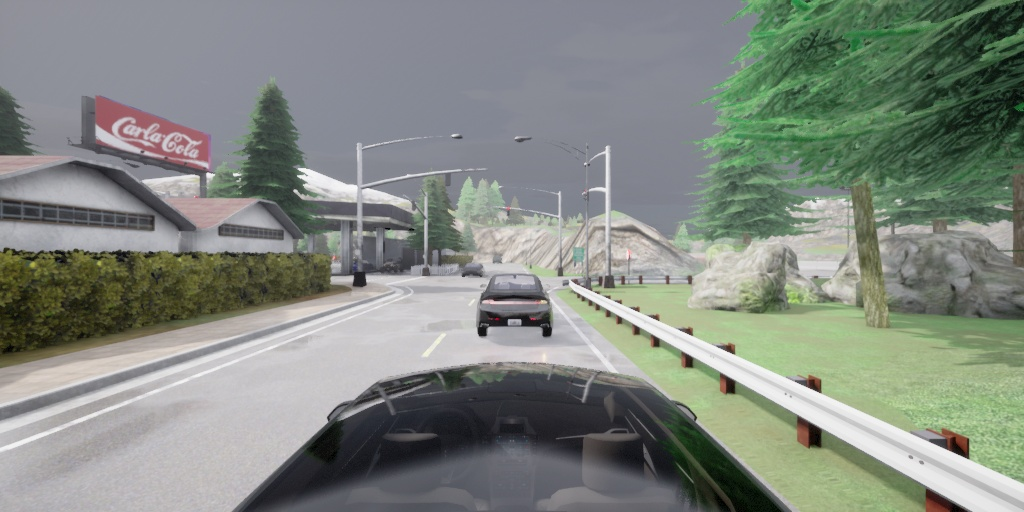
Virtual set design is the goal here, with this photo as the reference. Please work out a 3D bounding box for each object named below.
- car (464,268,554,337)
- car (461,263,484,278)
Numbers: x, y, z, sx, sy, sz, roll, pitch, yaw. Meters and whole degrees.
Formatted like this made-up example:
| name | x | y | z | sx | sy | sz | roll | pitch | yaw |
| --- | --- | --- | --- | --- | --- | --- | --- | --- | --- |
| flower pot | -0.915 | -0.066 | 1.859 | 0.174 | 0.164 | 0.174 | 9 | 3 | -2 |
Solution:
| name | x | y | z | sx | sy | sz | roll | pitch | yaw |
| --- | --- | --- | --- | --- | --- | --- | --- | --- | --- |
| car | 0.081 | 1.241 | 10.270 | 2.128 | 1.511 | 4.902 | 0 | 0 | 1 |
| car | -3.449 | 1.306 | 32.882 | 2.033 | 1.411 | 5.357 | 0 | -1 | 0 |
